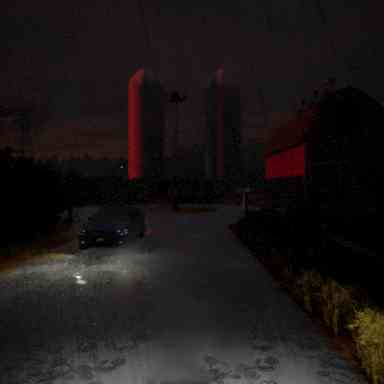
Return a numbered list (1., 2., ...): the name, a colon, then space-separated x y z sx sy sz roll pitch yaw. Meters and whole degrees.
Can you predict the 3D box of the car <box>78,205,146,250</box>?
1. car: -3.120 1.341 13.838 1.882 1.535 5.008 0 0 0
